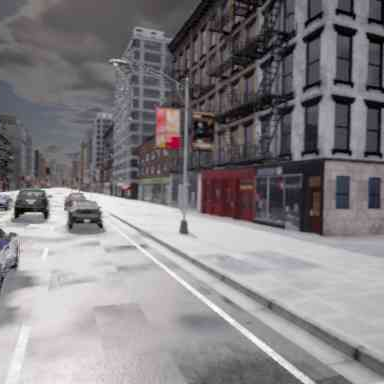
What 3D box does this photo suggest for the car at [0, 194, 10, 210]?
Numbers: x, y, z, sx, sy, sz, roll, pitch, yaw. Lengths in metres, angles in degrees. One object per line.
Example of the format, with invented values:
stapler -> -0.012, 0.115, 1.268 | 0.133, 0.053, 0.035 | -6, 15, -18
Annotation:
car -> -18.020, 0.920, 31.426 | 2.033, 1.411, 5.357 | 1, 0, -21

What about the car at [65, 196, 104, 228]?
car -> -6.351, 1.222, 19.706 | 1.837, 1.490, 4.892 | 1, 1, -21

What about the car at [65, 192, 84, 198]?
car -> -11.765, 0.848, 33.726 | 2.097, 1.767, 4.553 | 1, 0, -21

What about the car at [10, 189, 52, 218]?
car -> -11.769, 0.780, 24.814 | 2.150, 2.045, 5.566 | 1, 0, -21

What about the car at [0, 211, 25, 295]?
car -> -5.024, 1.359, 7.309 | 1.812, 1.442, 4.674 | 1, 0, -21
